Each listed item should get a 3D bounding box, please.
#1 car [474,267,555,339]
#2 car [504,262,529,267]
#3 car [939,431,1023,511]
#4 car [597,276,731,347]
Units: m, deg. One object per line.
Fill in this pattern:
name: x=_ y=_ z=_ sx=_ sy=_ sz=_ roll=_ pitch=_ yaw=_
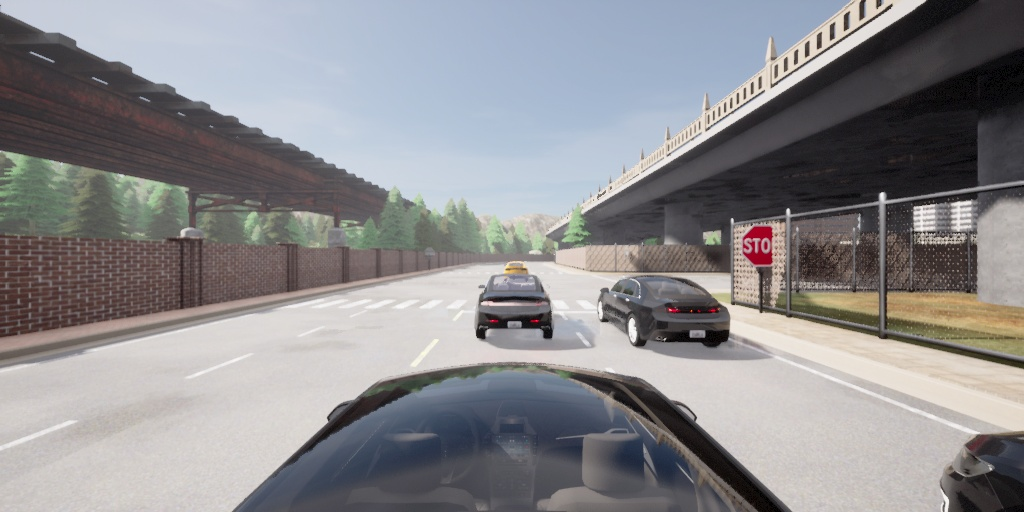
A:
car: x=0.057 y=1.238 z=10.000 sx=2.128 sy=1.511 sz=4.902 roll=0 pitch=0 yaw=0
car: x=0.375 y=1.215 z=30.303 sx=1.882 sy=1.535 sz=5.008 roll=0 pitch=0 yaw=2
car: x=3.556 y=1.256 z=0.127 sx=1.837 sy=1.490 sz=4.892 roll=0 pitch=0 yaw=0
car: x=3.559 y=1.252 z=9.299 sx=1.837 sy=1.490 sz=4.892 roll=0 pitch=0 yaw=0
